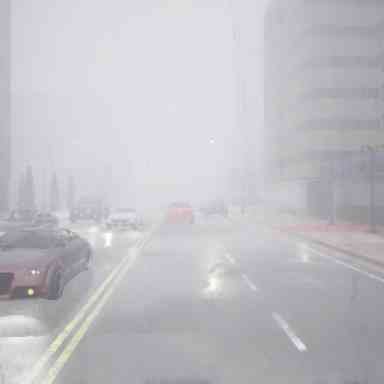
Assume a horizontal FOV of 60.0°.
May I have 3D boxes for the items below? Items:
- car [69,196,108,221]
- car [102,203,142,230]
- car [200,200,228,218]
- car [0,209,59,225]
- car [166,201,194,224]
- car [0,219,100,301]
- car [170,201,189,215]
[{"bbox_3d":[-8.180,1.374,27.082,2.150,2.045,5.566,0,0,-3],"label":"car"},{"bbox_3d":[-4.441,1.652,22.355,1.812,1.442,4.674,0,0,-2],"label":"car"},{"bbox_3d":[2.265,1.534,33.092,2.097,1.767,4.553,0,0,-2],"label":"car"},{"bbox_3d":[-7.679,1.580,15.290,2.128,1.511,4.902,0,0,-2],"label":"car"},{"bbox_3d":[-0.955,1.498,26.391,2.097,1.767,4.553,0,0,-2],"label":"car"},{"bbox_3d":[-3.896,1.611,8.341,1.994,1.385,4.181,0,0,-2],"label":"car"},{"bbox_3d":[-1.449,1.759,38.113,2.033,1.411,5.357,0,0,-3],"label":"car"}]
